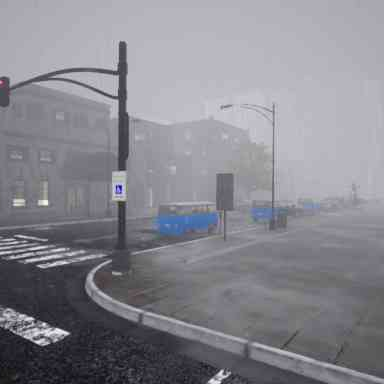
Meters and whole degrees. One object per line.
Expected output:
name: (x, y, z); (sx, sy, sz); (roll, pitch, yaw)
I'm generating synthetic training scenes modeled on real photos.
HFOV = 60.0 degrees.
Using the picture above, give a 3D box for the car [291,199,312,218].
car: (9.412, 1.656, 31.215); (1.887, 1.381, 4.507); (0, 0, 35)

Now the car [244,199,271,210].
car: (8.920, 1.629, 45.085); (1.887, 1.381, 4.507); (0, 0, 35)

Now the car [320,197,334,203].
car: (31.152, 1.793, 76.702); (1.947, 1.339, 4.313); (0, 0, 35)

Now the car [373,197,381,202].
car: (44.350, 1.900, 80.901); (1.947, 1.339, 4.313); (0, 0, 35)

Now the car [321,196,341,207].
car: (22.967, 1.534, 54.986); (2.097, 1.767, 4.553); (1, 0, 35)

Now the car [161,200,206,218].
car: (-0.706, 1.558, 31.394); (1.752, 1.417, 4.829); (0, 0, 35)

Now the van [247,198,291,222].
van: (6.237, 1.436, 26.699); (1.690, 1.788, 3.998); (0, 0, 35)

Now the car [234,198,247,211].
car: (5.745, 1.507, 40.568); (1.967, 1.590, 4.097); (0, 0, 35)

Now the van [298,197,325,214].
van: (12.590, 1.469, 35.732); (1.690, 1.788, 3.998); (0, 0, 35)

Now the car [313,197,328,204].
car: (27.878, 1.729, 72.046); (1.752, 1.417, 4.829); (0, 0, 35)

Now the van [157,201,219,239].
van: (-0.115, 1.407, 17.665); (1.690, 1.788, 3.998); (0, 0, 35)

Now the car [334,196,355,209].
car: (22.118, 1.497, 49.284); (2.192, 1.841, 5.009); (0, 0, 35)

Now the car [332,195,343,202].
car: (37.504, 1.713, 85.736); (1.967, 1.590, 4.097); (0, 0, 35)

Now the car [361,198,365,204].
car: (28.567, 1.748, 58.456); (1.752, 1.417, 4.829); (0, 0, 35)

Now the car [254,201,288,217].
car: (8.124, 1.660, 33.885); (1.994, 1.385, 4.181); (1, 0, 35)

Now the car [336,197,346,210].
car: (18.940, 1.729, 44.766); (1.947, 1.339, 4.313); (0, 0, 35)

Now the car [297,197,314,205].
car: (21.624, 1.706, 63.152); (1.887, 1.381, 4.507); (0, 0, 35)

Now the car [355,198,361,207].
car: (25.295, 1.517, 53.801); (2.192, 1.841, 5.009); (0, 0, 35)

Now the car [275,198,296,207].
car: (15.272, 1.666, 54.118); (1.887, 1.381, 4.507); (0, 0, 35)

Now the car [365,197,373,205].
car: (34.821, 1.810, 67.351); (1.887, 1.381, 4.507); (0, 0, 35)

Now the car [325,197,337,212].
car: (15.863, 1.671, 40.389); (1.752, 1.417, 4.829); (0, 0, 35)
